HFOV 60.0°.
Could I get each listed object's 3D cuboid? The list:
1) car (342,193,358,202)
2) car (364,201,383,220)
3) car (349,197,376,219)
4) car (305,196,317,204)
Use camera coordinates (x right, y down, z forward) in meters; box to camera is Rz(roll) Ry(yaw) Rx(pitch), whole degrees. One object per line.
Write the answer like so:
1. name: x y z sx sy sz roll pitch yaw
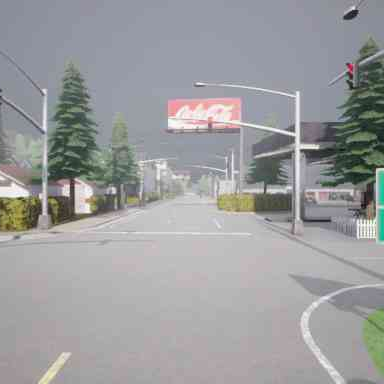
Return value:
1. car: 34.946 1.489 71.820 2.007 1.523 4.514 0 0 0
2. car: 18.712 1.672 30.641 4.611 1.667 2.242 0 0 0
3. car: 14.383 1.504 24.973 3.866 1.878 1.905 0 0 0
4. car: 22.538 1.552 64.035 1.970 1.475 3.806 0 0 0
